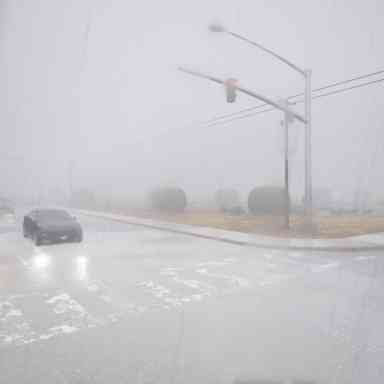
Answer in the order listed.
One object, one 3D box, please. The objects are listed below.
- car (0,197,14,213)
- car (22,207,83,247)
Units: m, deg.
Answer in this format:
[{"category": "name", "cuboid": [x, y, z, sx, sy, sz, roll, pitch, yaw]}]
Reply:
[{"category": "car", "cuboid": [-20.320, 1.308, 35.299, 2.097, 1.767, 4.553, 0, 0, -35]}, {"category": "car", "cuboid": [-6.608, 1.528, 15.512, 1.882, 1.535, 5.008, 0, 1, -35]}]
